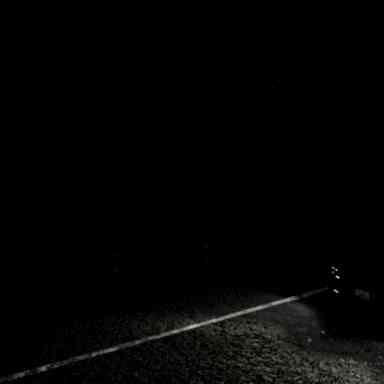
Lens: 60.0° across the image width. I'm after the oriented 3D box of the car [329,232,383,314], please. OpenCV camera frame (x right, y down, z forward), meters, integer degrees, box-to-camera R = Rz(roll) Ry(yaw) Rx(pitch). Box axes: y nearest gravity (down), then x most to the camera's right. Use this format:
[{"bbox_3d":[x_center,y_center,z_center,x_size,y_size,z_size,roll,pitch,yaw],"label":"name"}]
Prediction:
[{"bbox_3d":[4.969,1.466,7.100,5.008,1.535,1.882,0,0,-35],"label":"car"}]
